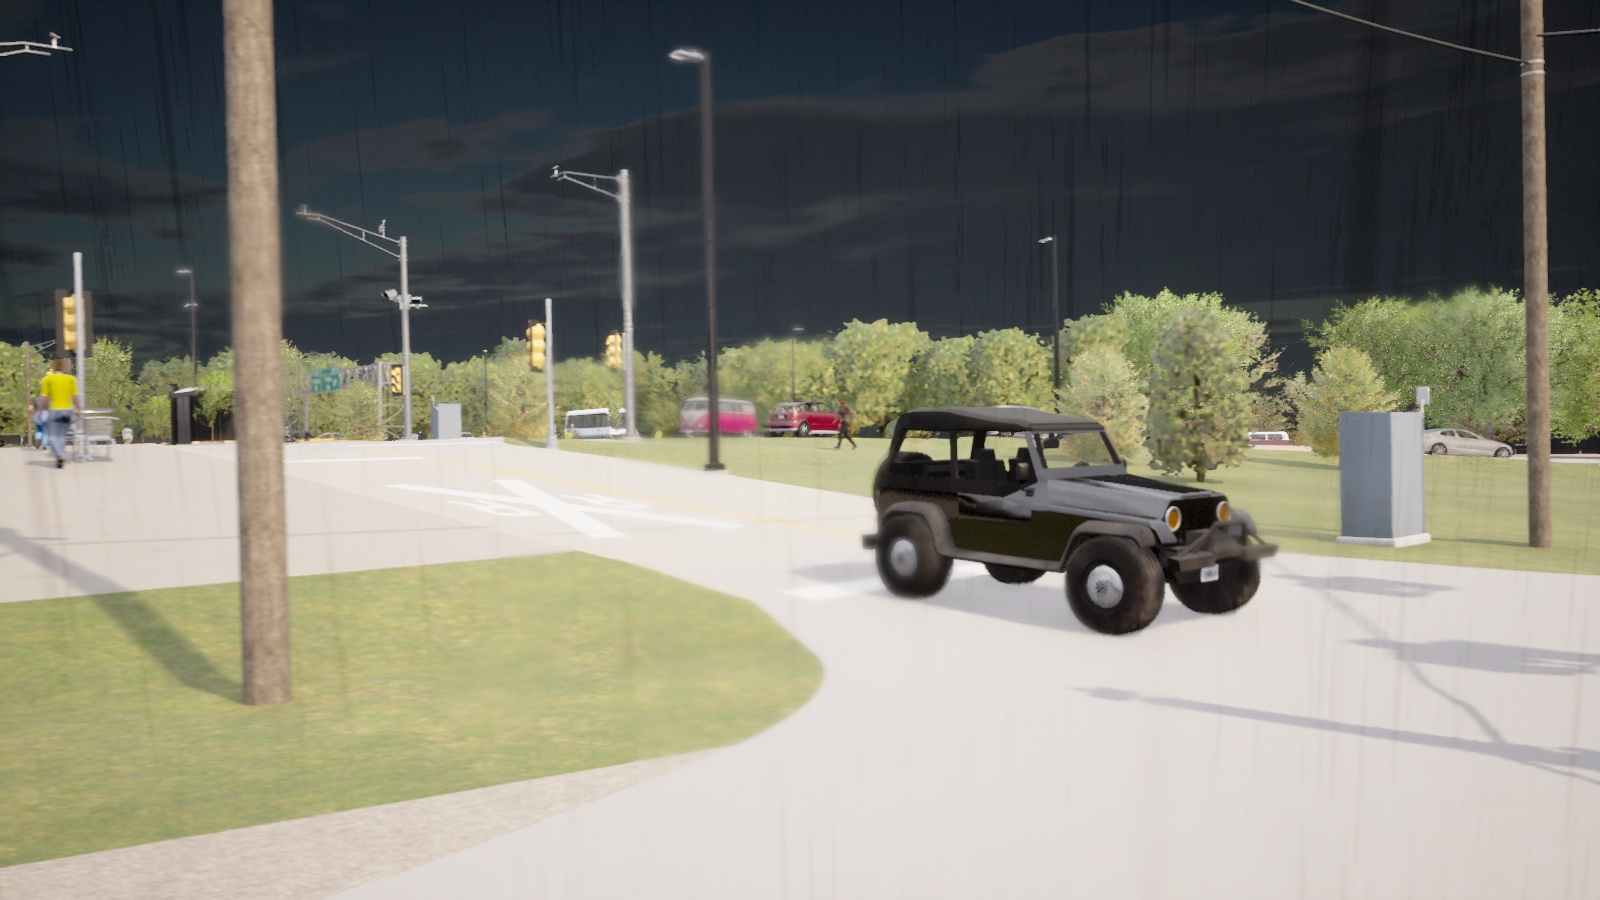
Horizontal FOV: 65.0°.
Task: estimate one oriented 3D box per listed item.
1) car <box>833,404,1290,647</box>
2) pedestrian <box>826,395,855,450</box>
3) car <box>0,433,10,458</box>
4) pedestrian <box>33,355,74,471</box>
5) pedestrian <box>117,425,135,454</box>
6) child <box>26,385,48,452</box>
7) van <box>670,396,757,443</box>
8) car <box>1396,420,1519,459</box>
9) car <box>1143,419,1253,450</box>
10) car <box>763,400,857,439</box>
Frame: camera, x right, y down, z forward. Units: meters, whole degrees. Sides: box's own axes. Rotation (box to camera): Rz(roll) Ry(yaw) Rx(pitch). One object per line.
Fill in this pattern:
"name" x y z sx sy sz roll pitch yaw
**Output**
"car" 2.339 0.527 11.964 1.905 1.878 3.866 -2 4 -42
"pedestrian" 1.352 -0.929 41.970 0.869 1.805 0.328 -2 1 -29
"car" -49.882 -0.224 75.950 4.792 1.488 2.163 0 2 41
"pedestrian" -12.113 -0.592 20.371 0.354 1.836 0.706 -2 1 -45
"pedestrian" -44.704 -0.686 83.250 0.874 1.855 0.900 -2 1 -36
"child" -14.592 -0.596 24.027 0.270 1.263 0.437 -2 1 -24
"van" -3.941 -1.369 57.940 1.775 1.987 4.442 -1 -1 30
"car" 33.285 -0.537 63.633 5.027 1.651 2.152 3 0 -3
"car" 20.444 -0.782 64.588 5.008 1.535 1.882 1 0 -7
"car" 0.434 -1.234 52.056 3.705 1.549 1.789 0 -1 -45
